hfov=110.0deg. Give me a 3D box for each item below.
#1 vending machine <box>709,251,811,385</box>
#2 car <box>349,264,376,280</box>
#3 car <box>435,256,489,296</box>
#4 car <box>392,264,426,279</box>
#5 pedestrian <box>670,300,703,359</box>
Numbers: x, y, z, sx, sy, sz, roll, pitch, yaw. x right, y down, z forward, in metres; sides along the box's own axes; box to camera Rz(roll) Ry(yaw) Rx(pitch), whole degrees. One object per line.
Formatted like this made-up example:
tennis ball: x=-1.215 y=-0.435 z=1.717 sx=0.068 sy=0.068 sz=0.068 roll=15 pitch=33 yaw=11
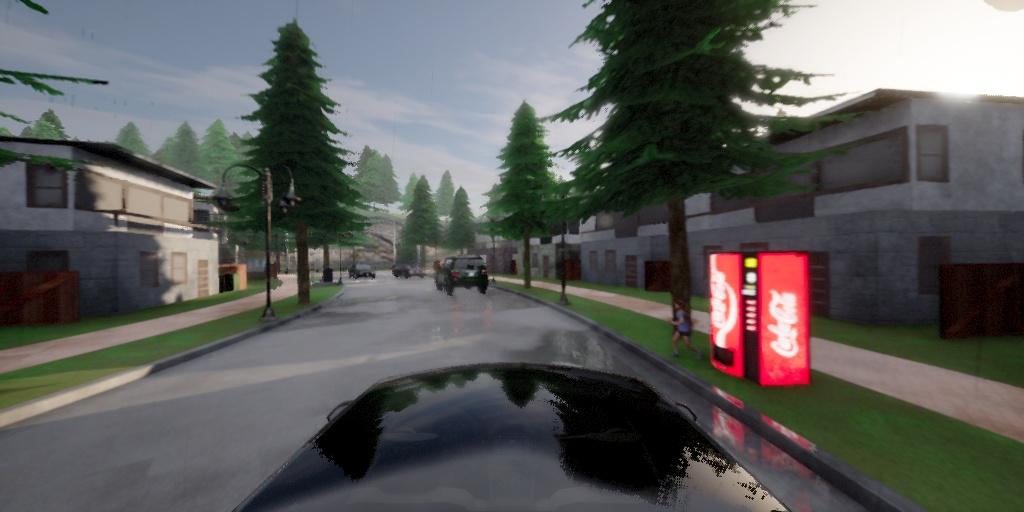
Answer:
vending machine: x=3.822 y=0.914 z=5.605 sx=1.100 sy=2.100 sz=0.880 roll=0 pitch=0 yaw=-4
car: x=-14.980 y=1.546 z=35.788 sx=1.837 sy=1.490 sz=4.892 roll=-1 pitch=-1 yaw=-34
car: x=-3.012 y=1.061 z=20.727 sx=2.150 sy=2.045 sz=5.566 roll=0 pitch=-1 yaw=-21
car: x=-10.292 y=1.532 z=35.724 sx=2.033 sy=1.411 sz=5.357 roll=-1 pitch=0 yaw=-35
pedestrian: x=3.038 y=1.253 z=6.357 sx=0.500 sy=1.100 sz=0.500 roll=-1 pitch=0 yaw=-4
